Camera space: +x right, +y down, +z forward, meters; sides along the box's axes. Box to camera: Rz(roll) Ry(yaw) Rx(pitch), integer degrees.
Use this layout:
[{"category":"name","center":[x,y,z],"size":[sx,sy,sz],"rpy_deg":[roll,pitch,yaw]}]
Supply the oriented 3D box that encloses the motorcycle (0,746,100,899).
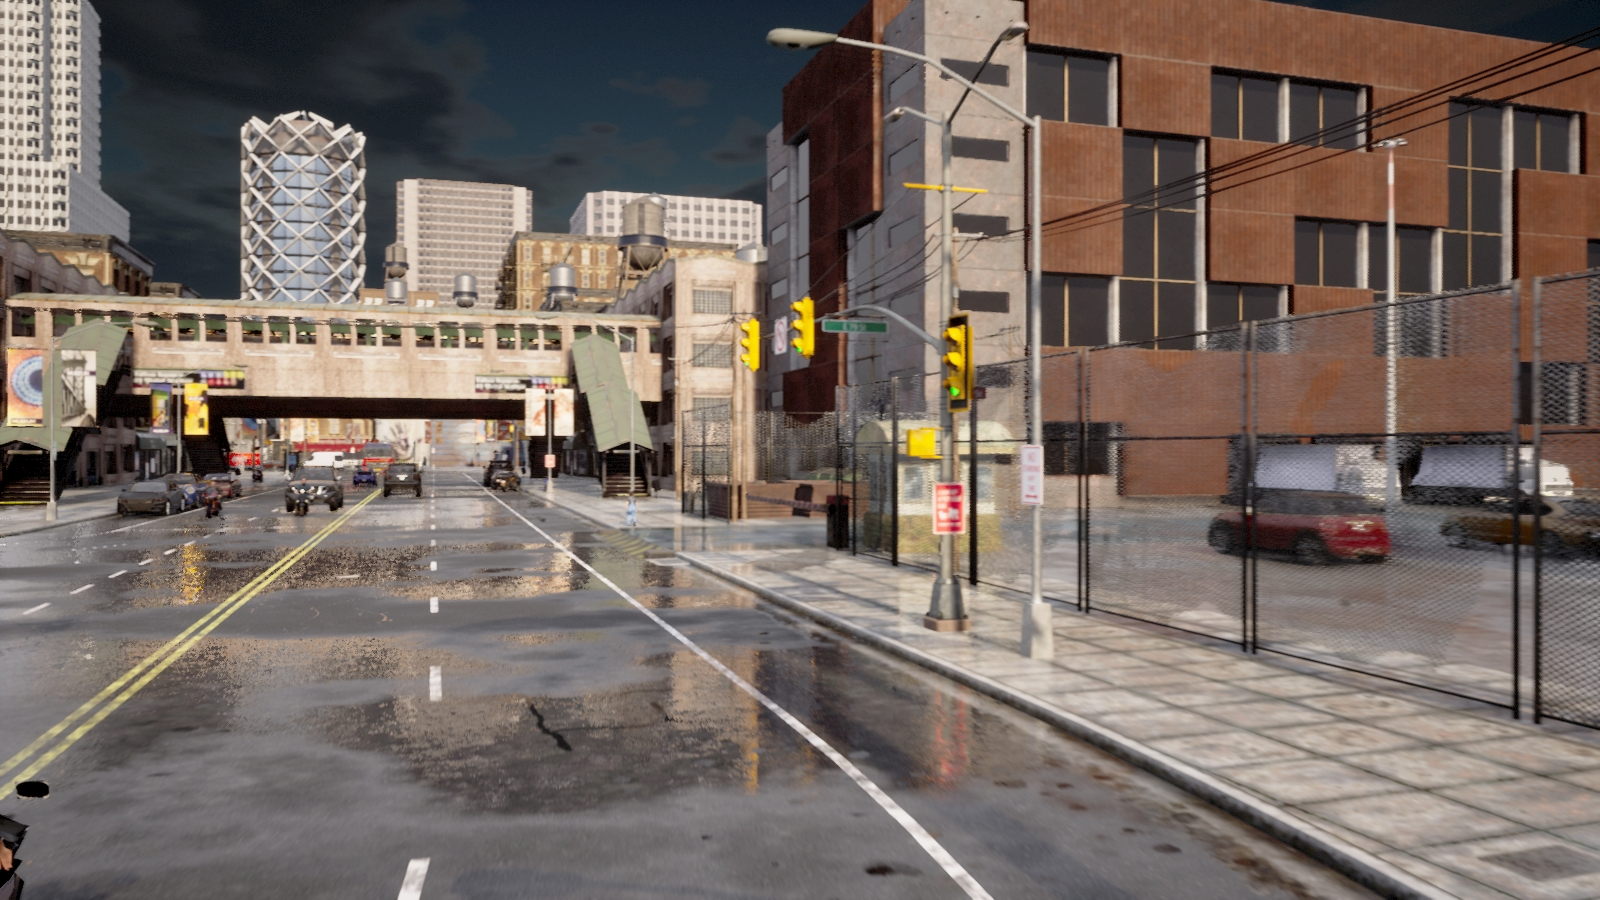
[{"category":"motorcycle","center":[-3.967,2.207,4.916],"size":[0.867,1.251,2.209],"rpy_deg":[-1,0,-10]}]

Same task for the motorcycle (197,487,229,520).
[{"category":"motorcycle","center":[-24.533,2.217,47.786],"size":[0.867,1.251,2.209],"rpy_deg":[0,0,-18]}]

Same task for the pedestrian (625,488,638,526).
[{"category":"pedestrian","center":[-5.834,1.979,39.543],"size":[0.375,1.300,0.375],"rpy_deg":[0,0,-21]}]

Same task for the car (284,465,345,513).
[{"category":"car","center":[-22.815,1.791,53.864],"size":[2.150,2.045,5.566],"rpy_deg":[0,0,-18]}]

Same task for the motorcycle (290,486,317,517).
[{"category":"motorcycle","center":[-21.138,2.193,48.666],"size":[0.856,1.236,1.805],"rpy_deg":[0,0,-18]}]

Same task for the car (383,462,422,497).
[{"category":"car","center":[-24.554,1.792,70.729],"size":[2.150,2.045,5.566],"rpy_deg":[0,0,-18]}]
